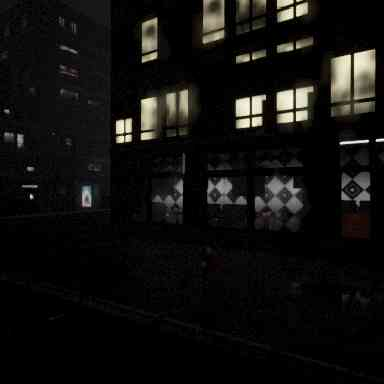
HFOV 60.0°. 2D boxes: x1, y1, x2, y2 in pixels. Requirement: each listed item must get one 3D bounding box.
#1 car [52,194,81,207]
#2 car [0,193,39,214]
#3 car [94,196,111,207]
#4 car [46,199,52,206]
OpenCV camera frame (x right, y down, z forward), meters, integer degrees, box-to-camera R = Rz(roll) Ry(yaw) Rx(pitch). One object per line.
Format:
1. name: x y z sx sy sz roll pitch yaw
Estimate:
1. car: -14.356 0.982 41.710 2.128 1.511 4.902 0 1 35
2. car: -16.106 1.029 29.069 2.192 1.841 5.009 1 2 35
3. car: -9.754 1.072 38.170 1.947 1.339 4.313 1 2 35
4. car: -16.660 1.074 42.917 1.802 1.307 4.206 1 2 35
